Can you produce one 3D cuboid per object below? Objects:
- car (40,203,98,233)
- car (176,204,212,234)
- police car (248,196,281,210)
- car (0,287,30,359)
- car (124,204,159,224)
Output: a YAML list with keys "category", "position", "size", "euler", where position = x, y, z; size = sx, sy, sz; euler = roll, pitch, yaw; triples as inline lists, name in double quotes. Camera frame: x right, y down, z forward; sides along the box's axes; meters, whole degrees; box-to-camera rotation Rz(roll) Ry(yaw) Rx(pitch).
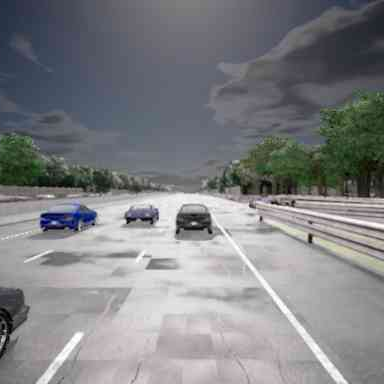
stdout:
- category: "car"
  position: [-6.901, 1.389, 19.145]
  size: [1.882, 1.535, 5.008]
  euler: [0, 0, 0]
- category: "car"
  position: [0.100, 1.390, 18.801]
  size: [1.882, 1.535, 5.008]
  euler: [0, 0, 0]
- category: "police car"
  position: [8.213, 1.259, 38.464]
  size: [2.038, 1.542, 4.974]
  euler: [-2, 1, -17]
- category: "car"
  position: [-3.400, 1.534, 2.618]
  size: [2.033, 1.411, 5.357]
  euler: [0, 0, 0]
- category: "car"
  position: [-3.401, 1.494, 23.465]
  size: [1.895, 1.301, 4.718]
  euler: [0, 0, 0]
